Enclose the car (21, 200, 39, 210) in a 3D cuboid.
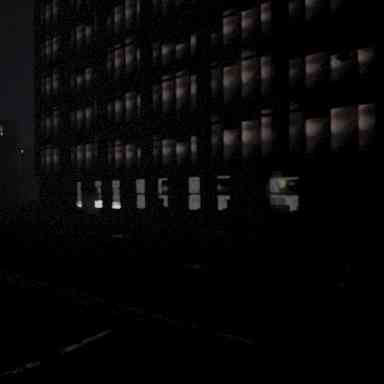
[{"bbox_3d":[-19.755,1.685,42.734,1.802,1.307,4.206,-1,-1,36],"label":"car"}]
